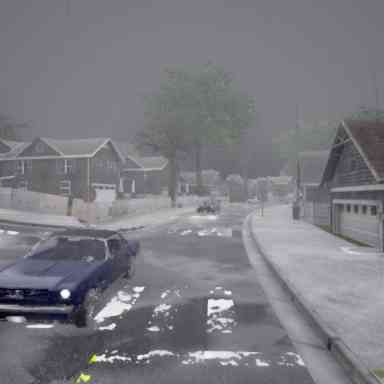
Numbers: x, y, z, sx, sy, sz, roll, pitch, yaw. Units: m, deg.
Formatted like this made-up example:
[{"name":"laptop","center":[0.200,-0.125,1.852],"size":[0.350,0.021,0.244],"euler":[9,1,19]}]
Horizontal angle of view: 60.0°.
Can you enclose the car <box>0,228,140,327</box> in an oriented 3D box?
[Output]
[{"name":"car","center":[-2.512,1.554,7.198],"size":[1.895,1.301,4.718],"euler":[1,2,3]}]

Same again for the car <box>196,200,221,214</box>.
[{"name":"car","center":[1.773,1.559,34.443],"size":[1.895,1.301,4.718],"euler":[0,0,14]}]

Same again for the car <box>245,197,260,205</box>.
[{"name":"car","center":[10.895,1.551,59.581],"size":[1.812,1.442,4.674],"euler":[-1,-1,25]}]
